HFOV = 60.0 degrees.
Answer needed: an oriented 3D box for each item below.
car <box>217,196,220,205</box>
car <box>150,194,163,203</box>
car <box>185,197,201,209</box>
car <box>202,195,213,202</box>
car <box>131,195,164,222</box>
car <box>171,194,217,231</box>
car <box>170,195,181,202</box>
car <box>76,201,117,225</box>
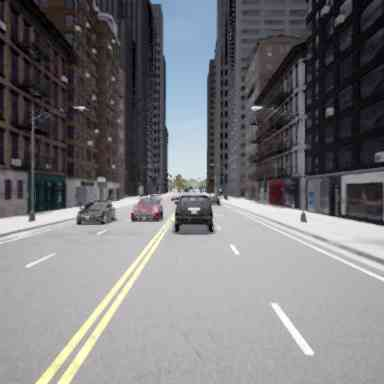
[{"bbox_3d":[3.386,1.308,52.272,1.837,1.490,4.892,0,0,0],"label":"car"},{"bbox_3d":[-6.486,1.229,61.002,1.882,1.535,5.008,0,0,1],"label":"car"},{"bbox_3d":[0.129,1.363,42.257,1.812,1.442,4.674,0,0,0],"label":"car"},{"bbox_3d":[3.297,1.268,69.739,2.033,1.411,5.357,0,0,0],"label":"car"},{"bbox_3d":[-3.321,1.248,25.434,2.097,1.767,4.553,0,0,0],"label":"car"},{"bbox_3d":[0.115,1.146,20.117,2.150,2.045,5.566,0,0,0],"label":"car"},{"bbox_3d":[-3.209,1.305,66.111,1.895,1.301,4.718,0,0,0],"label":"car"},{"bbox_3d":[-6.575,1.401,23.307,1.837,1.490,4.892,0,0,0],"label":"car"}]
